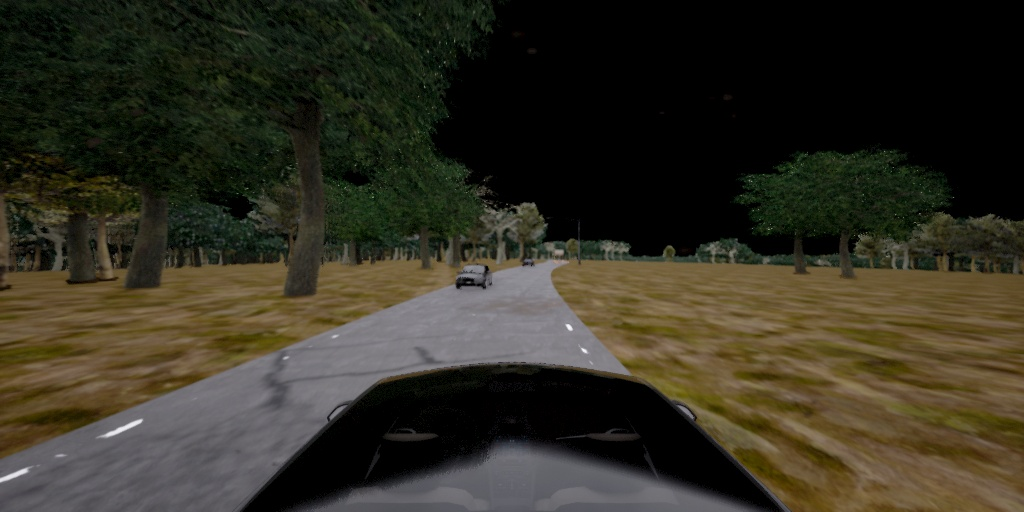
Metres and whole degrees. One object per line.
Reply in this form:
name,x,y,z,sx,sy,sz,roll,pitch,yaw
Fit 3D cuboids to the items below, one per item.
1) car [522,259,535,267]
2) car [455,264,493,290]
car,2.992,1.272,64.625,2.033,1.411,5.357,0,0,11
car,-2.346,1.279,23.027,1.837,1.490,4.892,0,0,4
